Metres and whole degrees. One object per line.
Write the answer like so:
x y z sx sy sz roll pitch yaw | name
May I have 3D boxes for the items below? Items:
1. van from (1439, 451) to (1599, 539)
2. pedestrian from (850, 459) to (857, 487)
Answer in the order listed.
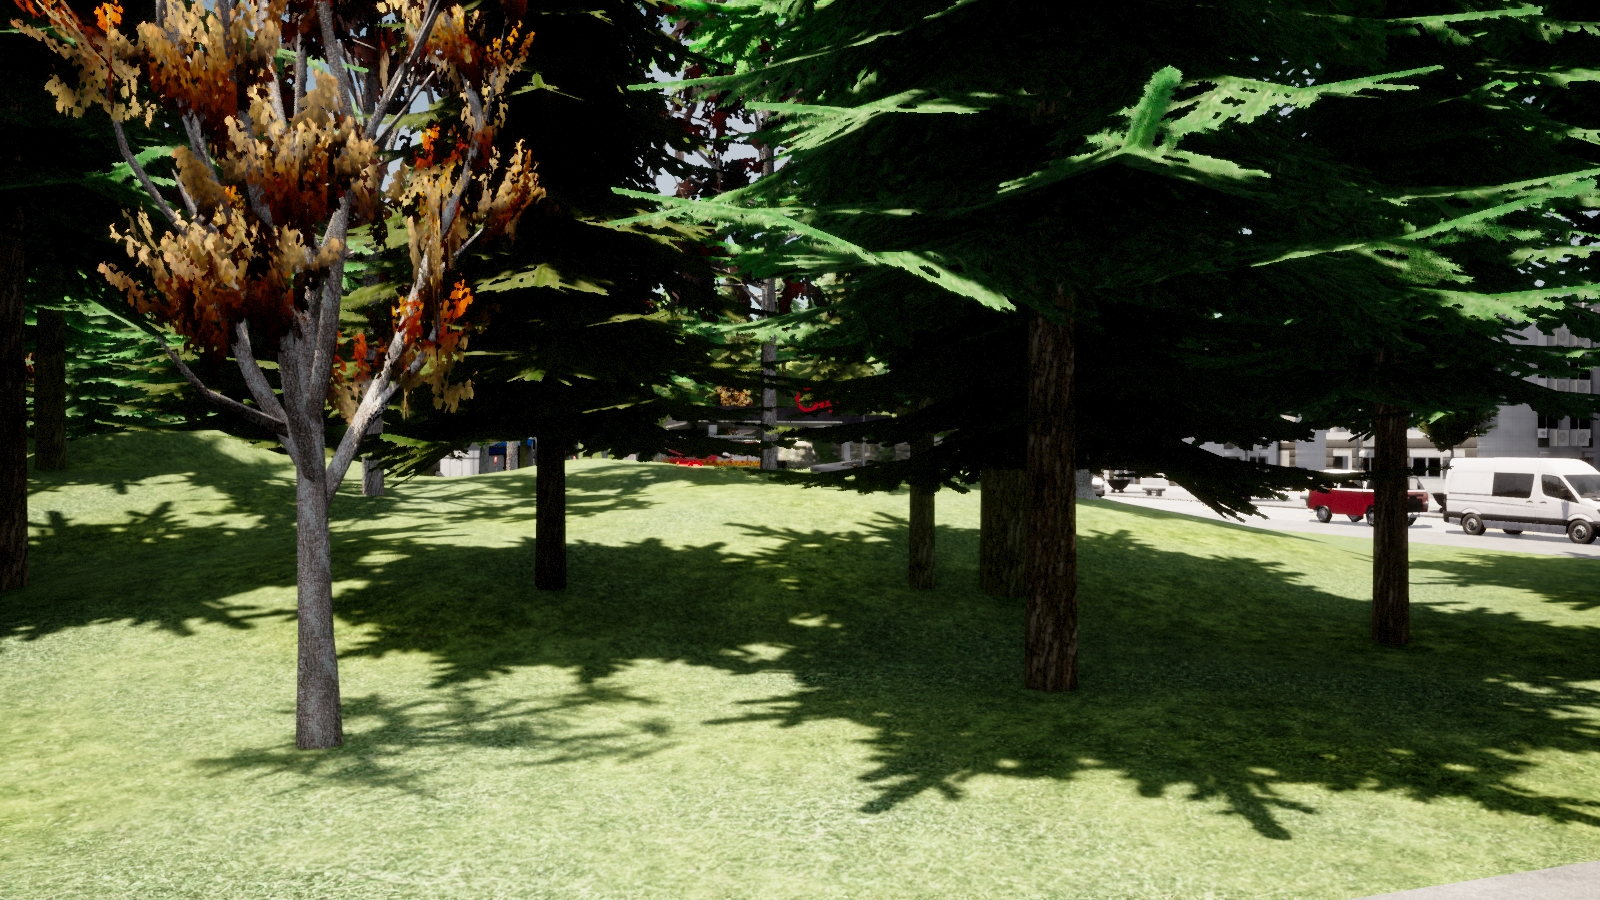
23.412 1.314 36.018 1.988 2.561 5.915 0 0 -18 | van
3.597 1.525 76.574 0.375 1.860 0.375 0 0 29 | pedestrian
